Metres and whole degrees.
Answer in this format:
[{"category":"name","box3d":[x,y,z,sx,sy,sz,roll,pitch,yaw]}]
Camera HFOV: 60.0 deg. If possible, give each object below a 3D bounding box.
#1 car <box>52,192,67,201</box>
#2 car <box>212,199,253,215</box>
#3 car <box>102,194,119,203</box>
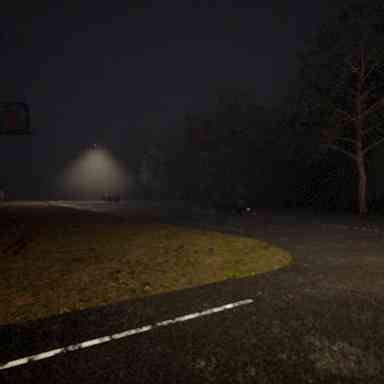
[{"category":"car","box3d":[-26.944,1.112,66.702,2.033,1.411,5.357,0,0,-29]},{"category":"car","box3d":[3.899,1.394,32.495,1.812,1.442,4.674,0,0,-34]},{"category":"car","box3d":[-14.762,1.150,59.983,2.128,1.511,4.902,0,0,-34]}]
